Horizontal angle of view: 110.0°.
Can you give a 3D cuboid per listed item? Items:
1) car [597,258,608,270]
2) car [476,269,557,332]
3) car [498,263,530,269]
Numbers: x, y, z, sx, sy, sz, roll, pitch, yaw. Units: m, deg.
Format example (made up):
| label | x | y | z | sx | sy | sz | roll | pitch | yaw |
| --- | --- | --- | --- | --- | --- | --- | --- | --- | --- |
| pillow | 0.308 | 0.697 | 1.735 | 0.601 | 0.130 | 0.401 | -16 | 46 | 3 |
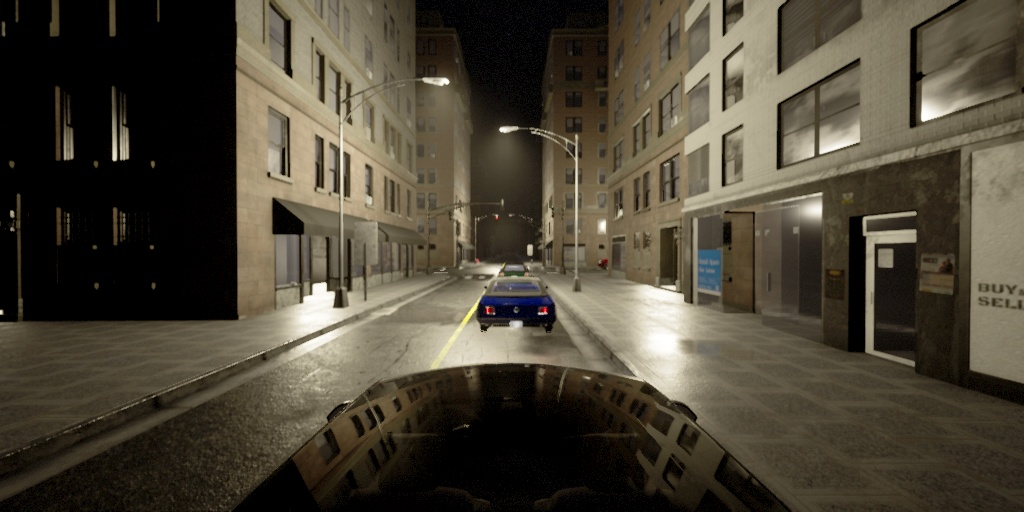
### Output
| label | x | y | z | sx | sy | sz | roll | pitch | yaw |
| --- | --- | --- | --- | --- | --- | --- | --- | --- | --- |
| car | 12.341 | 0.627 | 40.936 | 5.009 | 1.841 | 2.192 | 0 | 0 | 0 |
| car | 0.117 | 1.247 | 10.411 | 1.895 | 1.301 | 4.718 | 0 | 1 | 0 |
| car | 0.134 | 1.087 | 21.059 | 1.994 | 1.385 | 4.181 | 0 | 1 | 0 |
